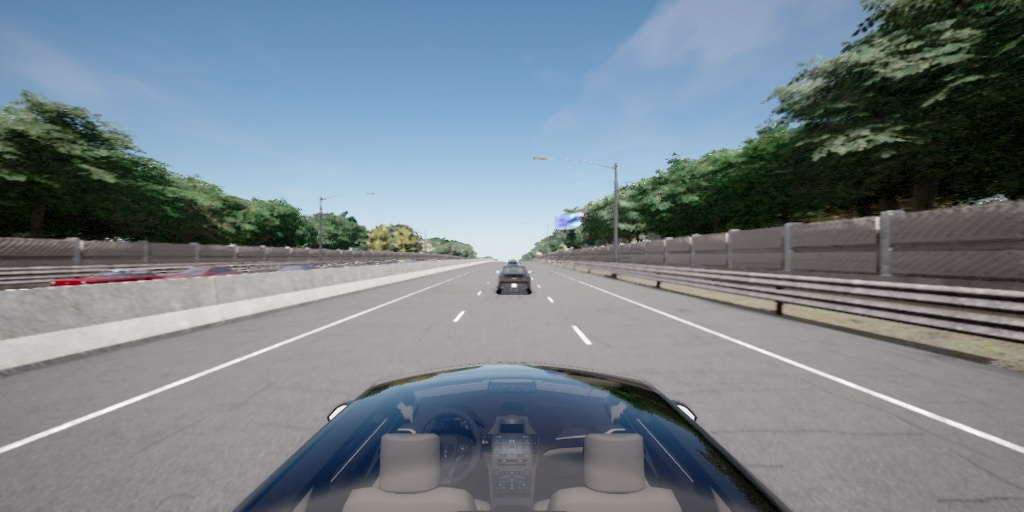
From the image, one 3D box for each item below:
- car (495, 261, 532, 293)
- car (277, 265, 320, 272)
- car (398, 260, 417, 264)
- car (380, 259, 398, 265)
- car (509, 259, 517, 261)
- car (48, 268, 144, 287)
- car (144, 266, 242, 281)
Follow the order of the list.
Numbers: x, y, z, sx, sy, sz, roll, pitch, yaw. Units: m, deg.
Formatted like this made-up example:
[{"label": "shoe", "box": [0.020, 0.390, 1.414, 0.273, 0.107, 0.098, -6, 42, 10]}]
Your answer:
[{"label": "car", "box": [0.111, 1.257, 20.802, 1.837, 1.490, 4.892, 0, 0, 0]}, {"label": "car", "box": [-14.075, 1.301, 23.661, 2.033, 1.411, 5.357, 0, 0, 0]}, {"label": "car", "box": [-17.473, 1.364, 62.028, 2.033, 1.411, 5.357, 0, 0, 0]}, {"label": "car", "box": [-20.981, 1.281, 61.353, 1.882, 1.535, 5.008, 0, 0, 0]}, {"label": "car", "box": [0.126, 1.303, 59.873, 1.837, 1.490, 4.892, 0, 0, 0]}, {"label": "car", "box": [-21.079, 1.356, 19.182, 1.895, 1.301, 4.718, 0, 0, 0]}, {"label": "car", "box": [-17.579, 1.280, 20.463, 1.812, 1.442, 4.674, 0, 0, 0]}]
